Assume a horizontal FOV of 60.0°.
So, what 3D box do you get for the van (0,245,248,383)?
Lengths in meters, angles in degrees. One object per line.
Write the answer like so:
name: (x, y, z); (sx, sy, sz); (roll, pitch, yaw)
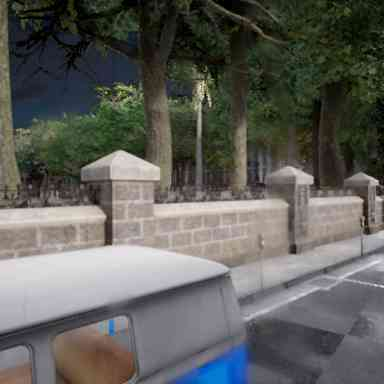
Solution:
van: (-1.388, 1.348, 1.764); (3.998, 1.788, 1.690); (0, 0, -44)
